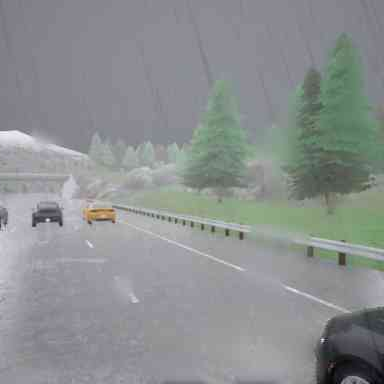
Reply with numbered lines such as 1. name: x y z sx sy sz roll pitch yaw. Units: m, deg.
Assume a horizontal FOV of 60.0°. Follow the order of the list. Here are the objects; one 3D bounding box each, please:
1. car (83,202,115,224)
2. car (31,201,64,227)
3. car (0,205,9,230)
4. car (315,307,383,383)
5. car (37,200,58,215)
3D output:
1. car: -7.084 1.484 25.140 1.882 1.535 5.008 0 0 -23
2. car: -10.110 1.512 23.318 1.837 1.490 4.892 0 0 -23
3. car: -12.830 1.359 20.792 2.097 1.767 4.553 0 0 -23
4. car: 2.870 1.504 1.857 1.837 1.490 4.892 0 0 -22
5. car: -15.400 1.611 35.515 1.895 1.301 4.718 0 0 -23
